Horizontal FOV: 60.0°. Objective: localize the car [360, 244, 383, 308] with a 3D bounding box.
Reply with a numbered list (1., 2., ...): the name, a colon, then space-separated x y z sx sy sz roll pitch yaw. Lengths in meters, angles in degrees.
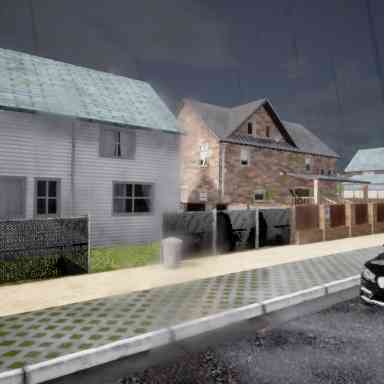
1. car: 5.407 1.496 6.917 4.902 1.511 2.128 0 0 -35
